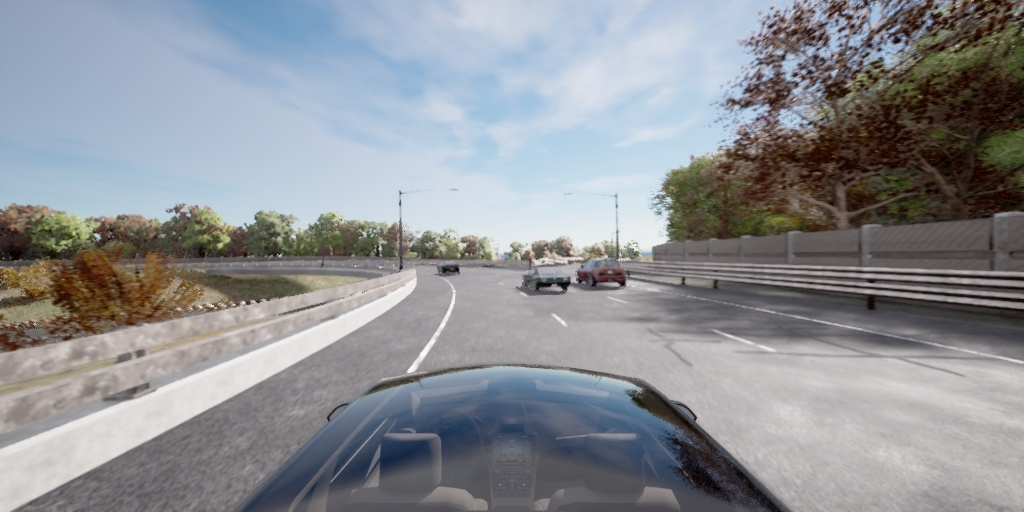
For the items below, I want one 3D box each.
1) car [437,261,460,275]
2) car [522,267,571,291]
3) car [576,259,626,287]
[{"bbox_3d":[-7.392,1.294,41.334,1.882,1.535,5.008,-1,0,-22],"label":"car"},{"bbox_3d":[1.877,1.278,21.092,1.895,1.301,4.718,-1,0,-9],"label":"car"},{"bbox_3d":[5.575,0.953,22.991,2.097,1.767,4.553,-1,0,-4],"label":"car"}]
